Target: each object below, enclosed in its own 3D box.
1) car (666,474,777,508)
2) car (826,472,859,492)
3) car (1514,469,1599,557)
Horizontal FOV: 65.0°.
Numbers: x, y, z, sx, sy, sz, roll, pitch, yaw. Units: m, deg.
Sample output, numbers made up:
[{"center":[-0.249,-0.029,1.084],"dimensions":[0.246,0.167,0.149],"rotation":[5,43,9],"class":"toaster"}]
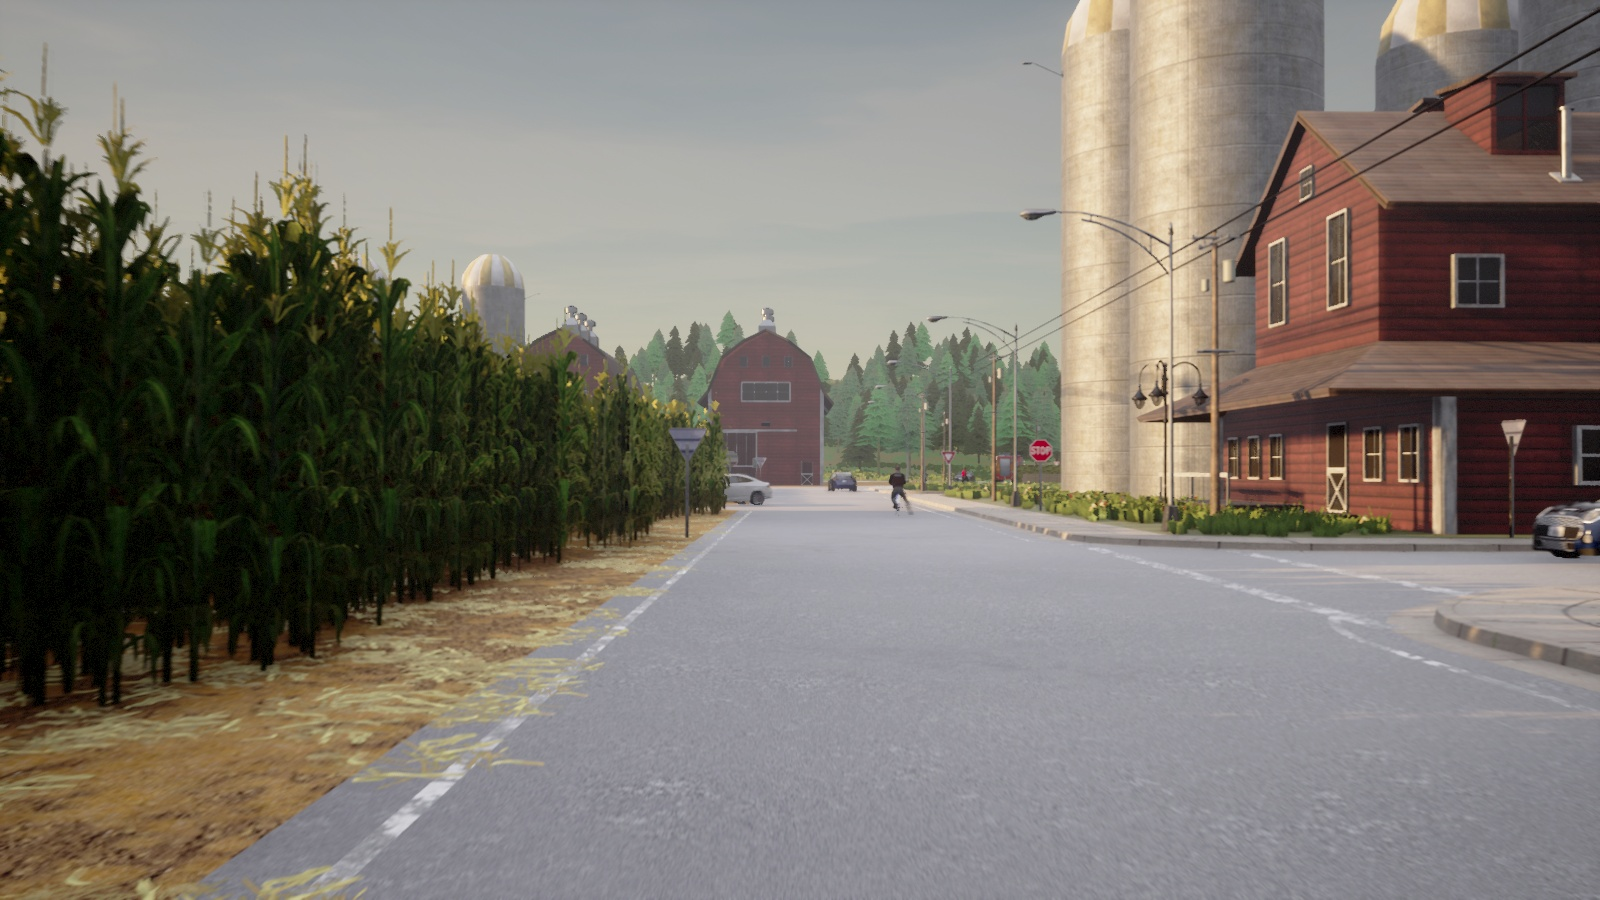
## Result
[{"center":[-3.519,1.802,56.588],"dimensions":[4.674,1.442,1.812],"rotation":[0,-1,-29],"class":"car"},{"center":[3.280,2.432,97.401],"dimensions":[2.163,1.488,4.792],"rotation":[0,-1,-3],"class":"car"},{"center":[15.036,1.063,22.093],"dimensions":[3.806,1.475,1.970],"rotation":[0,-1,-1],"class":"car"}]
